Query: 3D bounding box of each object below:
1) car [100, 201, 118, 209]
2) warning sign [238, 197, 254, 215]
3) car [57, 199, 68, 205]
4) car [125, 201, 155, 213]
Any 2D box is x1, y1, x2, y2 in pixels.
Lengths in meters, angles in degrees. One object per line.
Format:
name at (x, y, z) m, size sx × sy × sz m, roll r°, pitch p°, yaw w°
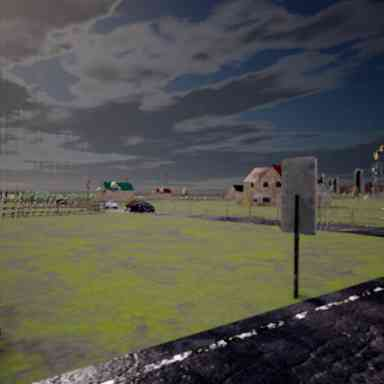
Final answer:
car at (-14.672, 2.242, 59.064) m, size 1.812 × 1.442 × 4.674 m, roll 2°, pitch -2°, yaw -36°
warning sign at (5.702, 1.514, 35.318) m, size 1.300 × 1.860 × 1.060 m, roll 2°, pitch -1°, yaw -36°
car at (-34.392, 2.543, 87.743) m, size 2.097 × 1.767 × 4.553 m, roll 2°, pitch -2°, yaw -36°
car at (-6.500, 1.998, 43.042) m, size 1.994 × 1.385 × 4.181 m, roll 2°, pitch -2°, yaw -36°
